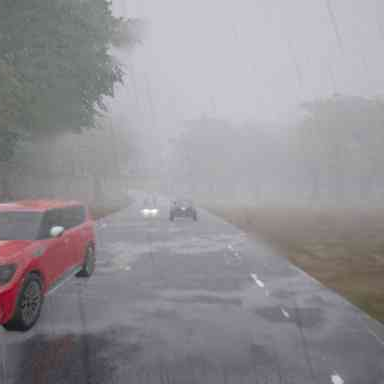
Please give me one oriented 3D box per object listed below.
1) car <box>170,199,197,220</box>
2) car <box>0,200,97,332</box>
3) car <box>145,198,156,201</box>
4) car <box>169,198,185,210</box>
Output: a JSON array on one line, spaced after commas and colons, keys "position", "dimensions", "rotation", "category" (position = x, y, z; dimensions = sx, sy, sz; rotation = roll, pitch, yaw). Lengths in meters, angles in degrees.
[{"position": [-0.772, 1.326, 27.655], "dimensions": [2.097, 1.767, 4.553], "rotation": [0, 0, -3], "category": "car"}, {"position": [-3.693, 1.220, 7.152], "dimensions": [2.150, 2.045, 5.566], "rotation": [0, 0, -1], "category": "car"}, {"position": [-5.984, 1.179, 48.415], "dimensions": [2.128, 1.511, 4.902], "rotation": [0, 0, -6], "category": "car"}, {"position": [-1.976, 1.535, 44.028], "dimensions": [1.895, 1.301, 4.718], "rotation": [0, 0, -5], "category": "car"}]
